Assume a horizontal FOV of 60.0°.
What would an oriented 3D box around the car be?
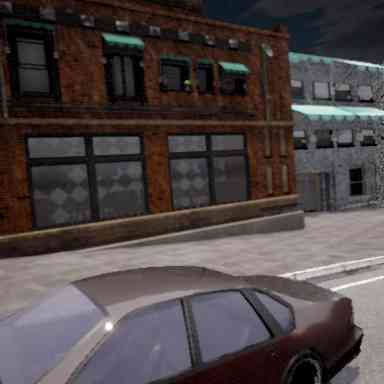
[{"bbox_3d":[-0.509,1.538,3.215,5.357,1.411,2.033,0,0,-34],"label":"car"}]
